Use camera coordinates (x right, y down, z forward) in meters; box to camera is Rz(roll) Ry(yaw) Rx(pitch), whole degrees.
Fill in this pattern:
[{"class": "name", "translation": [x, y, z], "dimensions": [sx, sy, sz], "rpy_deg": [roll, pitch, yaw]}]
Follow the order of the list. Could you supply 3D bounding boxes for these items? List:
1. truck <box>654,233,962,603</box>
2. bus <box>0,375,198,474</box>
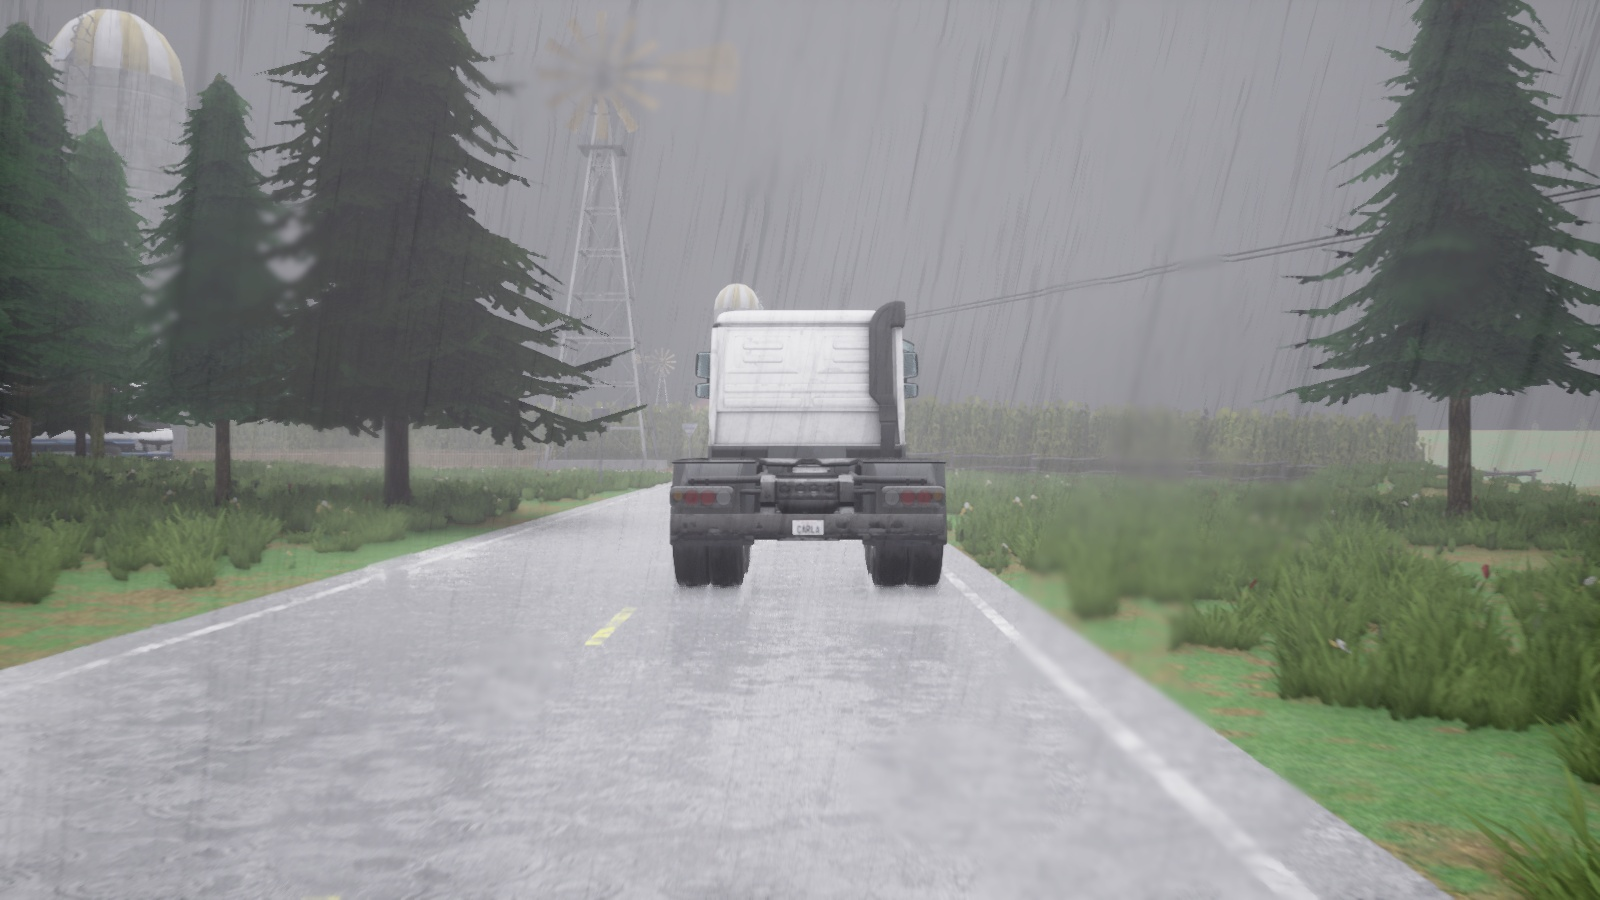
[{"class": "truck", "translation": [0.092, -0.324, 15.739], "dimensions": [2.891, 3.462, 7.936], "rpy_deg": [0, 0, 0]}, {"class": "bus", "translation": [-32.973, -1.112, 56.066], "dimensions": [10.273, 4.253, 3.944], "rpy_deg": [0, 0, 1]}]
